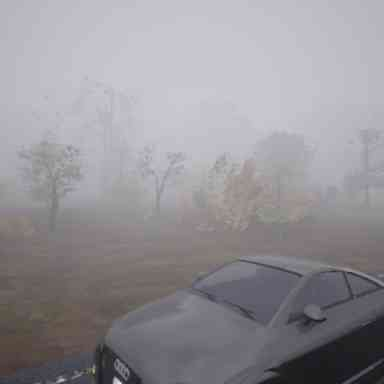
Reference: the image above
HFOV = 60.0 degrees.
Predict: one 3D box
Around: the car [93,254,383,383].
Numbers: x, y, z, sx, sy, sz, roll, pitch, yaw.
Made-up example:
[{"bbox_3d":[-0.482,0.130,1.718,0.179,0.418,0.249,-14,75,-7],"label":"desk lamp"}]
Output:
[{"bbox_3d":[0.983,1.541,4.084,4.181,1.385,1.994,-1,0,-36],"label":"car"}]
